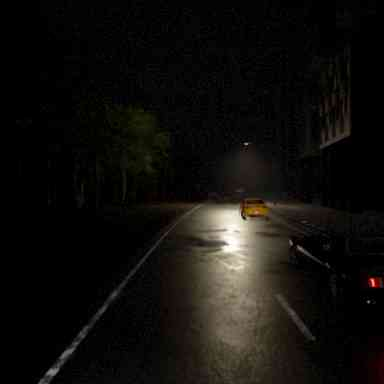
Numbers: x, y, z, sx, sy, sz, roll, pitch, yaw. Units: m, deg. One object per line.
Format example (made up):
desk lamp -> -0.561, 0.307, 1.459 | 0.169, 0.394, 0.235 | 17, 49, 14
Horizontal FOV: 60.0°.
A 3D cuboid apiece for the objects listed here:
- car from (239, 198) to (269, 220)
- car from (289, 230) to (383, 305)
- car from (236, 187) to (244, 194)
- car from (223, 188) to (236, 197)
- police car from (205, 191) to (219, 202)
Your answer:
car -> 4.714, 1.227, 25.780 | 1.882, 1.535, 5.008 | 0, 1, 4
car -> 3.749, 1.546, 7.868 | 1.895, 1.301, 4.718 | 0, 0, 2
car -> 13.366, -0.360, 93.858 | 2.150, 2.045, 5.566 | 0, 1, 17
car -> 7.868, 0.347, 72.343 | 1.837, 1.490, 4.892 | 0, 1, 13
police car -> 3.405, 0.725, 55.004 | 1.930, 1.638, 5.238 | 0, 1, 9
